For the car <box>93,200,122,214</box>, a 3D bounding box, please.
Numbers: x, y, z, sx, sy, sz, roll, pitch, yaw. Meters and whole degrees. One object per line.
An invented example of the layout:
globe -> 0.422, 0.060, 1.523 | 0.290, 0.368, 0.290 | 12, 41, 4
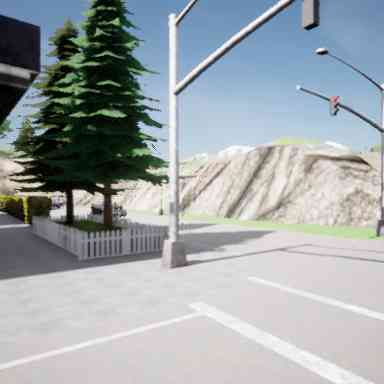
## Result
car -> -10.015, 1.719, 39.251 | 1.994, 1.385, 4.181 | 0, 0, -35

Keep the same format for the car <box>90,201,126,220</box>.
car -> -7.358, 1.656, 29.028 | 2.128, 1.511, 4.902 | 0, 0, -35

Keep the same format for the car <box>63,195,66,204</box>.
car -> -23.034, 1.375, 57.556 | 2.150, 2.045, 5.566 | 0, 0, -38

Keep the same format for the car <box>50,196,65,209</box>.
car -> -20.207, 1.710, 47.535 | 2.033, 1.411, 5.357 | 0, 0, -35
